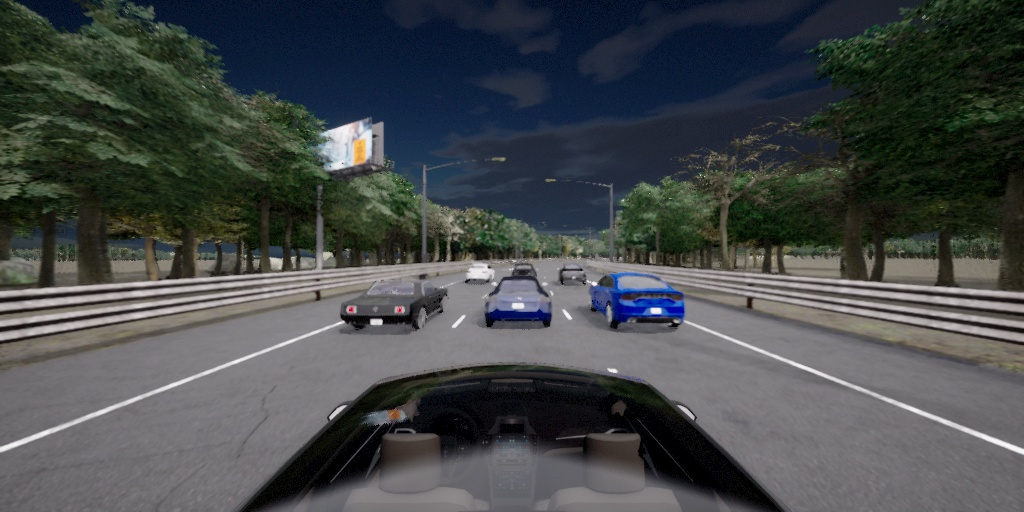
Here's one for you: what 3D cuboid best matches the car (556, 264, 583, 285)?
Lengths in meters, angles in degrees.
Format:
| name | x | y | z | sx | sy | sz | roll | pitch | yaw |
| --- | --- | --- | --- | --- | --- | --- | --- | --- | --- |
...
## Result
| name | x | y | z | sx | sy | sz | roll | pitch | yaw |
| --- | --- | --- | --- | --- | --- | --- | --- | --- | --- |
| car | 4.452 | 1.312 | 27.187 | 2.128 | 1.511 | 4.902 | 0 | 0 | 4 |

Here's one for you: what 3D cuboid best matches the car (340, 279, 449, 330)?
| name | x | y | z | sx | sy | sz | roll | pitch | yaw |
| --- | --- | --- | --- | --- | --- | --- | --- | --- | --- |
| car | -3.293 | 1.367 | 11.139 | 1.895 | 1.301 | 4.718 | 0 | 0 | 2 |

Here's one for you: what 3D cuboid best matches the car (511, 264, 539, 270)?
| name | x | y | z | sx | sy | sz | roll | pitch | yaw |
| --- | --- | --- | --- | --- | --- | --- | --- | --- | --- |
| car | 0.960 | 1.321 | 27.406 | 1.837 | 1.490 | 4.892 | 0 | 0 | 4 |

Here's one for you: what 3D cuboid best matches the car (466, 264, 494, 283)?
| name | x | y | z | sx | sy | sz | roll | pitch | yaw |
| --- | --- | --- | --- | --- | --- | --- | --- | --- | --- |
| car | -2.466 | 1.337 | 28.537 | 1.812 | 1.442 | 4.674 | 0 | 0 | 4 |

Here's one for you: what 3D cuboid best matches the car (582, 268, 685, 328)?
| name | x | y | z | sx | sy | sz | roll | pitch | yaw |
| --- | --- | --- | --- | --- | --- | --- | --- | --- | --- |
| car | 3.723 | 1.257 | 11.551 | 1.882 | 1.535 | 5.008 | 0 | -1 | 2 |

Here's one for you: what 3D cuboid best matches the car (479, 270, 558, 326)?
| name | x | y | z | sx | sy | sz | roll | pitch | yaw |
| --- | --- | --- | --- | --- | --- | --- | --- | --- | --- |
| car | 0.232 | 1.336 | 11.763 | 1.994 | 1.385 | 4.181 | 0 | 0 | 2 |
